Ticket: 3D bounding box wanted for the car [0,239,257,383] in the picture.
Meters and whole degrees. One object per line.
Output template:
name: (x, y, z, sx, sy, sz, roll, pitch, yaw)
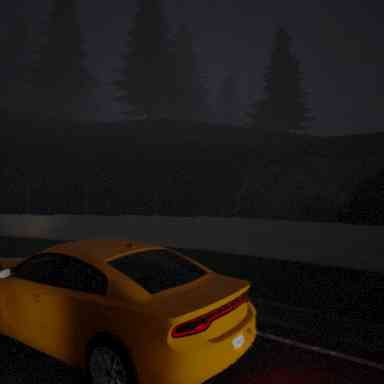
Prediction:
car: (-1.529, 1.464, 5.026, 5.008, 1.535, 1.882, 0, 0, 34)
